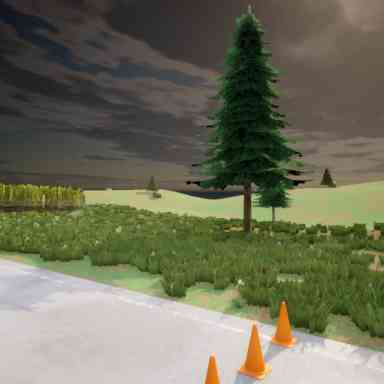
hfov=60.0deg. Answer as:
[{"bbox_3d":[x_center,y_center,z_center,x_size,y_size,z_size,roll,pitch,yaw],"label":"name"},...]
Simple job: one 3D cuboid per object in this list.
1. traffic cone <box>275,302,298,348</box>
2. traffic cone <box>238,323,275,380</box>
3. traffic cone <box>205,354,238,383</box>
[{"bbox_3d":[1.378,1.955,5.007,0.340,0.580,0.340,0,0,36],"label":"traffic cone"},{"bbox_3d":[0.793,1.955,4.196,0.340,0.580,0.340,0,0,36],"label":"traffic cone"},{"bbox_3d":[0.209,1.955,3.385,0.340,0.580,0.340,0,0,36],"label":"traffic cone"}]
